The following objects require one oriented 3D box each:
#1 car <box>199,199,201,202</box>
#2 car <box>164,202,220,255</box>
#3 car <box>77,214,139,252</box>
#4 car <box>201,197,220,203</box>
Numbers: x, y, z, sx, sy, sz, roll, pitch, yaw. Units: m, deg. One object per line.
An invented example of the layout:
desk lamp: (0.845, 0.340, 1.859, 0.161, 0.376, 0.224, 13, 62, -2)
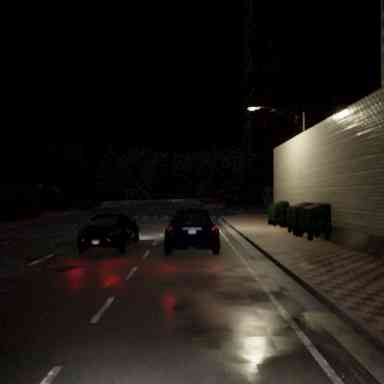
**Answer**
car: (4.042, 2.233, 94.731, 4.553, 1.767, 2.097, 0, -1, -38)
car: (0.009, 1.482, 14.085, 2.097, 1.767, 4.553, 0, -1, 0)
car: (-3.488, 1.660, 14.384, 1.812, 1.442, 4.674, 0, 0, 0)
car: (5.478, 2.203, 91.449, 4.553, 1.767, 2.097, 0, -1, -38)
